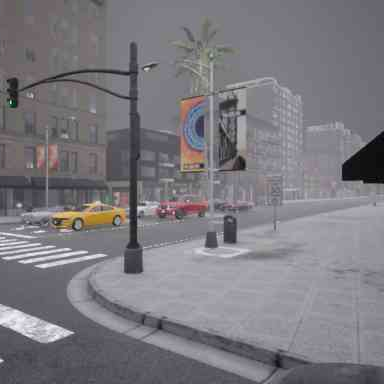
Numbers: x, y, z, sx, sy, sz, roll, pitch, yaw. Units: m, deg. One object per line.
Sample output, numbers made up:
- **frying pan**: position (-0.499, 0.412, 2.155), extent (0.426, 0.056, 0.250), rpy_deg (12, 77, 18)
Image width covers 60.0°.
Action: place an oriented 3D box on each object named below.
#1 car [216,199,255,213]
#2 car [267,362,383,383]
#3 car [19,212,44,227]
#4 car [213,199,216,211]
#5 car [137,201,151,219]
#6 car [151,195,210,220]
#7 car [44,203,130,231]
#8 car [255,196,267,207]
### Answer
- **car**: position (5.000, 1.657, 37.623), extent (1.895, 1.301, 4.718), rpy_deg (0, 0, 35)
- **car**: position (2.206, 1.551, 1.274), extent (4.403, 1.369, 2.008), rpy_deg (0, 0, 35)
- **car**: position (-9.254, 1.615, 23.065), extent (1.895, 1.301, 4.718), rpy_deg (0, 0, 35)
- **car**: position (2.544, 1.530, 39.778), extent (1.882, 1.535, 5.008), rpy_deg (0, 0, 36)
- **car**: position (-4.158, 1.555, 30.279), extent (1.812, 1.442, 4.674), rpy_deg (0, 0, 35)
- **car**: position (-0.765, 1.257, 29.457), extent (2.150, 2.045, 5.566), rpy_deg (0, 0, 35)
- **car**: position (-6.491, 1.496, 21.325), extent (1.882, 1.535, 5.008), rpy_deg (0, 0, 35)
- **car**: position (11.349, 1.395, 52.103), extent (1.837, 1.490, 4.892), rpy_deg (0, 0, 35)
